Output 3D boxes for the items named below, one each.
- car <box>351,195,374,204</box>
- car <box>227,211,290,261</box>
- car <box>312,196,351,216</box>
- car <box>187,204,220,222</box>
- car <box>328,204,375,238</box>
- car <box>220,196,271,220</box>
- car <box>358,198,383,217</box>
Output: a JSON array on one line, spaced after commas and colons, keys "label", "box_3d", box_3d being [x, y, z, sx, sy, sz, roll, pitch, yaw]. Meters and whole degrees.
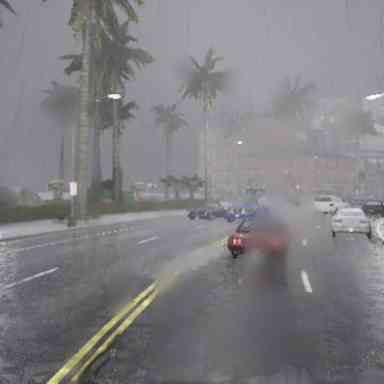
[{"label": "car", "box_3d": [29.409, 1.494, 57.244, 5.566, 2.045, 2.150, 0, 0, -38]}, {"label": "car", "box_3d": [2.720, 1.648, 12.669, 1.895, 1.301, 4.718, 0, 0, 18]}, {"label": "car", "box_3d": [13.806, 1.369, 33.197, 2.150, 2.045, 5.566, 0, 0, 38]}, {"label": "car", "box_3d": [1.463, 1.688, 27.563, 1.895, 1.301, 4.718, 0, 0, 29]}, {"label": "car", "box_3d": [8.747, 1.611, 18.339, 1.812, 1.442, 4.674, 0, 0, 25]}, {"label": "car", "box_3d": [4.528, 1.314, 25.924, 2.150, 2.045, 5.566, 0, 0, 29]}, {"label": "car", "box_3d": [18.618, 1.642, 33.466, 1.882, 1.535, 5.008, 0, 0, 40]}]
